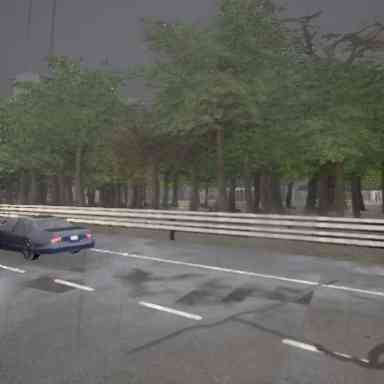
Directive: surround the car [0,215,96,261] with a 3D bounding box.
[{"bbox_3d":[-5.912,1.567,12.384,5.357,1.411,2.033,0,0,36],"label":"car"}]
